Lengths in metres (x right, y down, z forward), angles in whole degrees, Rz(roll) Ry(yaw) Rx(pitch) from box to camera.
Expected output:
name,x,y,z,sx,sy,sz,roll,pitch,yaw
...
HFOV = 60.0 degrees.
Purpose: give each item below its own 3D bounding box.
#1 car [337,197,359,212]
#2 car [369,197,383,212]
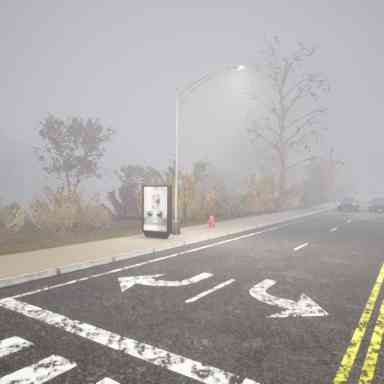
name,x,y,z,sx,sy,sz,roll,pitch,yaw
car,18.708,1.390,39.731,2.097,1.767,4.553,0,0,30
car,21.509,1.393,38.084,2.097,1.767,4.553,0,0,30
